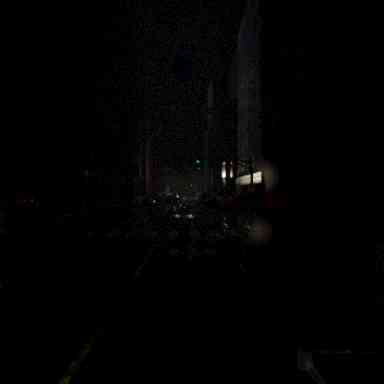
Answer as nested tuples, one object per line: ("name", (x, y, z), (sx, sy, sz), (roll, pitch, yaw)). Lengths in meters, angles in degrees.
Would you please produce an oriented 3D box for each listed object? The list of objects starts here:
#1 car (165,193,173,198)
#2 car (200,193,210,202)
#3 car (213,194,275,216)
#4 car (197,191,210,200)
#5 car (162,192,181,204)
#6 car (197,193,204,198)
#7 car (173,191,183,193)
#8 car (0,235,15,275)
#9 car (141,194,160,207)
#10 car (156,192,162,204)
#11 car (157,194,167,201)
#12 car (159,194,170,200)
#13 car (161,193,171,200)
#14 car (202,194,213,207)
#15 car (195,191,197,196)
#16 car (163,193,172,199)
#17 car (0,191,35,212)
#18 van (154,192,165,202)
("car", (-6.216, 0.937, 90.075), (1.887, 1.381, 4.507), (0, 1, -1))
("car", (2.658, 1.261, 50.639), (1.887, 1.381, 4.507), (0, 0, -1))
("car", (5.176, 1.204, 32.295), (5.566, 2.045, 2.150), (1, 0, 0))
("car", (2.560, 0.946, 61.924), (2.192, 1.841, 5.009), (0, 0, -1))
("car", (-3.194, 1.189, 53.203), (2.128, 1.511, 4.902), (0, 0, 0))
("car", (2.308, 0.916, 90.314), (1.752, 1.417, 4.829), (0, 1, -1))
("car", (-3.271, 1.113, 69.015), (2.033, 1.411, 5.357), (0, 0, -1))
("car", (-5.763, 1.547, 7.712), (1.802, 1.307, 4.206), (0, 0, 0))
("car", (-5.817, 1.339, 44.921), (1.802, 1.307, 4.206), (0, 0, -1))
("car", (-5.916, 1.114, 56.209), (1.967, 1.590, 4.097), (0, 0, -1))
("car", (-6.017, 1.168, 67.498), (1.802, 1.307, 4.206), (0, 0, -1))
("car", (-6.066, 1.090, 73.142), (2.008, 1.369, 4.403), (0, 0, -1))
("car", (-6.116, 1.058, 78.786), (1.947, 1.339, 4.313), (0, 0, -1))
("car", (2.708, 1.323, 44.995), (1.947, 1.339, 4.313), (0, 0, -1))
("car", (2.410, 0.807, 78.855), (2.192, 1.841, 5.009), (0, 0, -1))
("car", (-6.166, 1.009, 84.430), (1.947, 1.339, 4.313), (0, 0, -1))
("car", (-18.163, 0.865, 32.166), (5.566, 2.045, 2.150), (1, 0, 0))
("van", (-5.965, 0.972, 61.852), (1.690, 1.788, 3.998), (0, 0, -1))
